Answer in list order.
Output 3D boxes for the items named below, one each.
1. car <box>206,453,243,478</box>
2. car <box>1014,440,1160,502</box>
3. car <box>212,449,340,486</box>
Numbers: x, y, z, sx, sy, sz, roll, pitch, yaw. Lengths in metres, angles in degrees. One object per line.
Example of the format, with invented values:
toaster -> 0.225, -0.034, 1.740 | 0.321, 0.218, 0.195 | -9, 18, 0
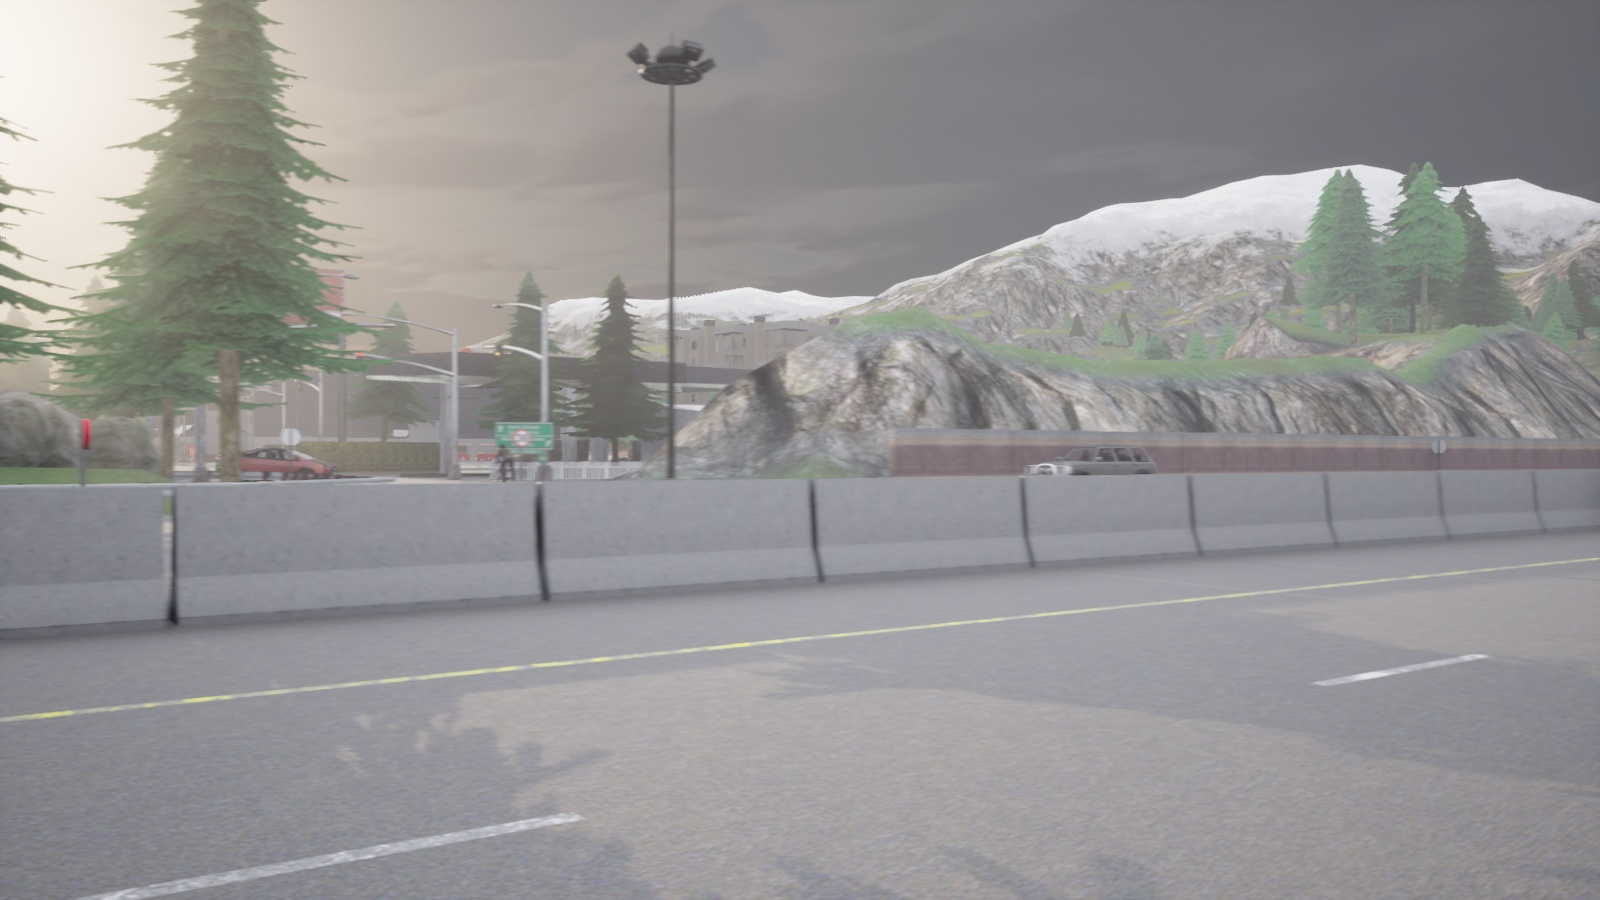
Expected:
car -> -31.919, 0.843, 69.609 | 1.481, 1.376, 2.207 | 0, -1, -35
car -> 9.134, 0.642, 39.867 | 4.605, 1.855, 1.932 | 0, 0, -35
car -> -21.845, 0.736, 52.504 | 4.514, 1.525, 2.007 | 0, -1, 1
